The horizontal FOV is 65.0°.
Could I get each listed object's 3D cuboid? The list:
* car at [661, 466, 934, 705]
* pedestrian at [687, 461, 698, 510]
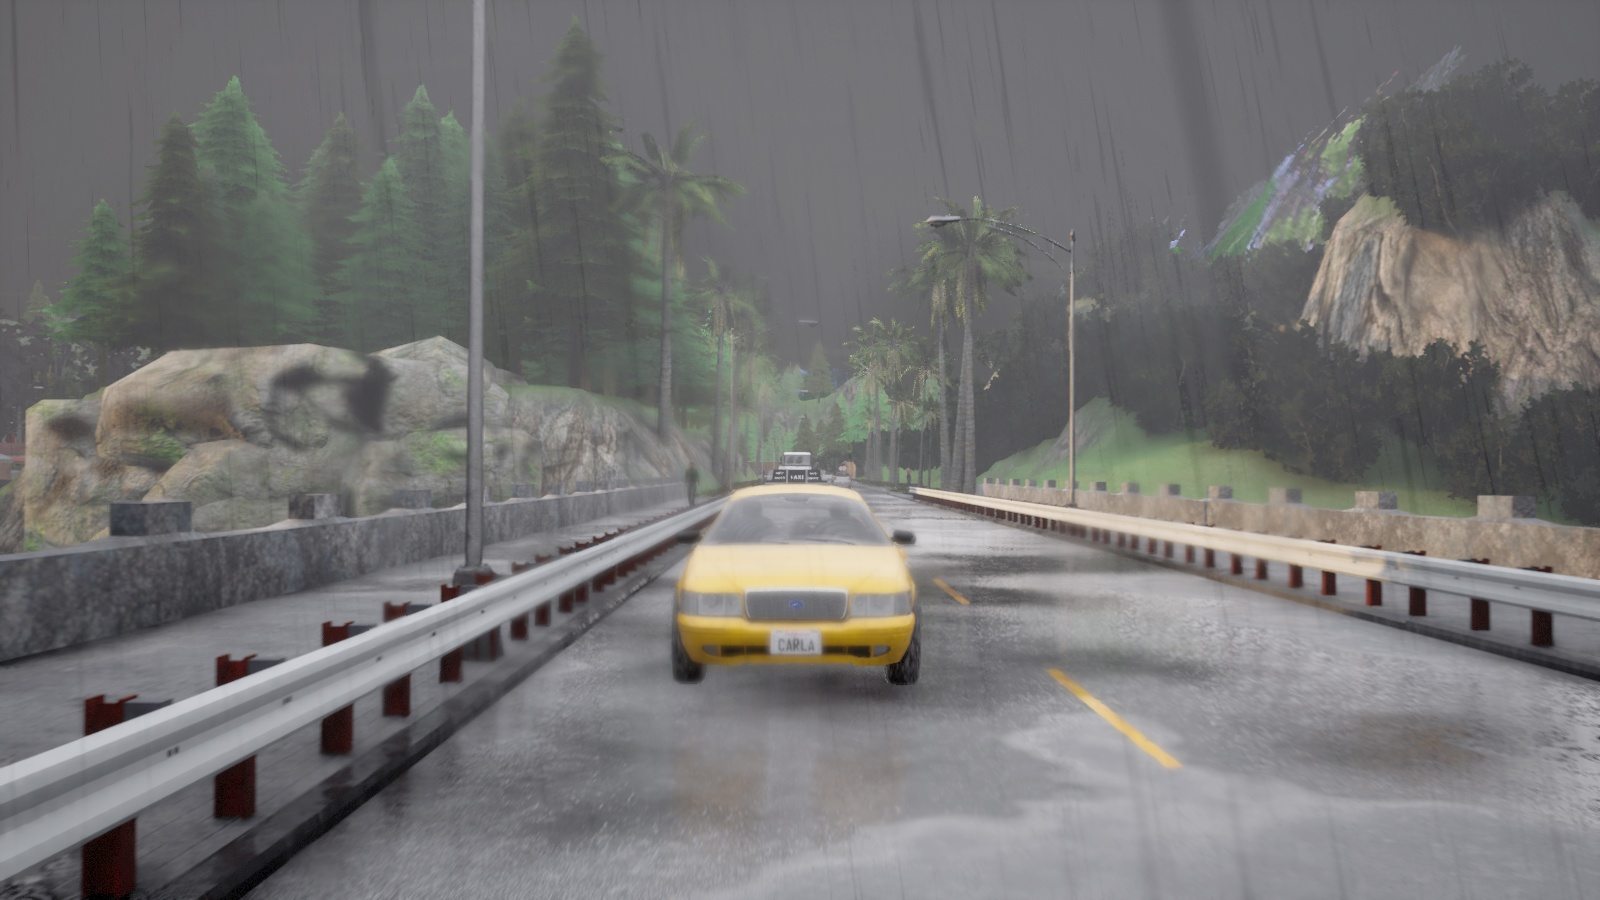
[{"bbox_3d":[-0.023,0.937,10.991,1.801,1.575,5.366,0,-1,0],"label":"car"},{"bbox_3d":[-4.082,1.336,47.510,0.353,1.847,0.614,0,-1,0],"label":"pedestrian"}]
